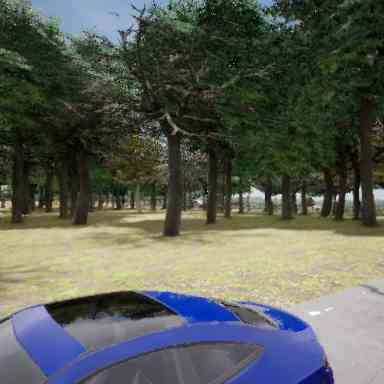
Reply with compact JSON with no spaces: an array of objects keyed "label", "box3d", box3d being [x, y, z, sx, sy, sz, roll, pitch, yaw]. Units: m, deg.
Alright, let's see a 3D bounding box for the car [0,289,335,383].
[{"label":"car","box3d":[-0.835,1.561,2.277,4.674,1.442,1.812,1,-1,-37]}]
